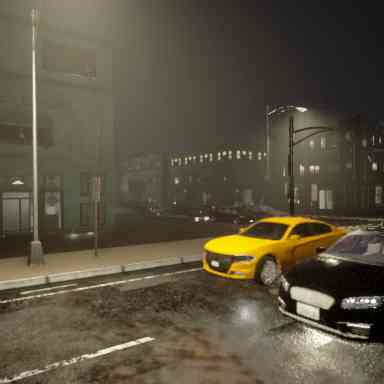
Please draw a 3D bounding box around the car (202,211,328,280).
[{"bbox_3d":[2.603,1.476,9.549,5.008,1.535,1.882,0,0,-35],"label":"car"}]

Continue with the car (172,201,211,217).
[{"bbox_3d":[-0.295,1.895,35.756,1.994,1.385,4.181,-1,0,-37],"label":"car"}]

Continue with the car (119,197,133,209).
[{"bbox_3d":[-9.673,2.055,54.470,1.812,1.442,4.674,-1,0,-35],"label":"car"}]

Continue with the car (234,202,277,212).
[{"bbox_3d":[5.514,1.764,27.614,2.033,1.411,5.357,-1,0,-36],"label":"car"}]

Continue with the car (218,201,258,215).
[{"bbox_3d":[5.197,1.809,38.030,2.008,1.369,4.403,-2,0,-35],"label":"car"}]

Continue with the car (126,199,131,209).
[{"bbox_3d":[-6.392,1.997,44.358,2.033,1.411,5.357,-1,0,-35],"label":"car"}]

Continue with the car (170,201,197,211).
[{"bbox_3d":[-1.221,1.965,47.049,1.802,1.307,4.206,-2,0,-35],"label":"car"}]

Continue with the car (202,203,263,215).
[{"bbox_3d":[3.108,1.814,26.302,1.947,1.339,4.313,-2,0,-35],"label":"car"}]

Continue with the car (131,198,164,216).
[{"bbox_3d":[-4.842,1.845,37.678,1.967,1.590,4.097,-1,0,-35],"label":"car"}]

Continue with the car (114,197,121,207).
[{"bbox_3d":[-14.066,1.938,65.087,2.192,1.841,5.009,-1,0,-35],"label":"car"}]

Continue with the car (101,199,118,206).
[{"bbox_3d":[-17.270,2.226,69.596,1.887,1.381,4.507,-1,0,-35],"label":"car"}]

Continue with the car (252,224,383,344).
[{"bbox_3d":[3.701,1.490,6.325,4.902,1.511,2.128,0,0,-36],"label":"car"}]
